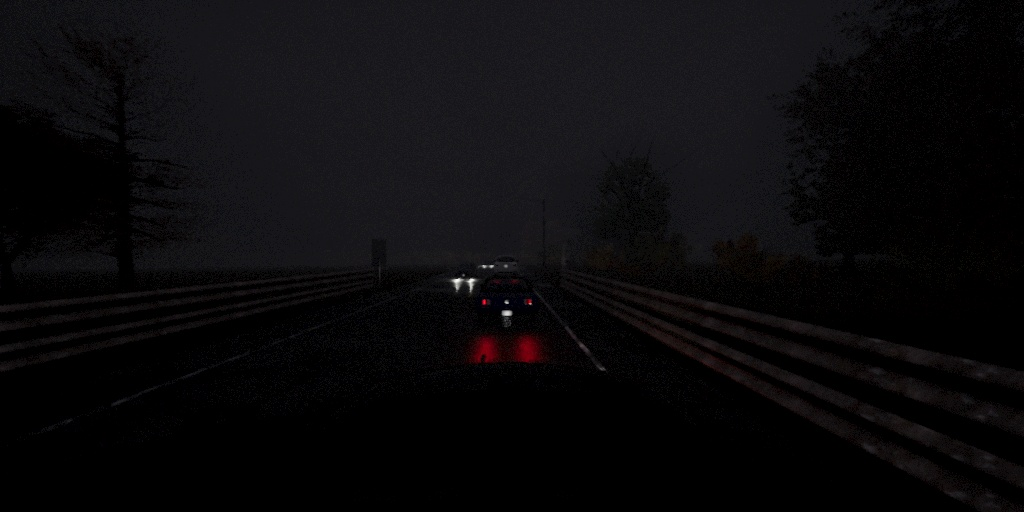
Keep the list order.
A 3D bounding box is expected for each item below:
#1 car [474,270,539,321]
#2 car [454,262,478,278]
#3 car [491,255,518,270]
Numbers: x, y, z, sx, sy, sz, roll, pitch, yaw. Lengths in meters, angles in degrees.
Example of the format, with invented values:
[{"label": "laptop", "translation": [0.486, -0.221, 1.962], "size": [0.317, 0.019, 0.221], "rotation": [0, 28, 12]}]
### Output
[{"label": "car", "translation": [-0.185, 1.348, 12.486], "size": [1.895, 1.301, 4.718], "rotation": [0, 0, -1]}, {"label": "car", "translation": [-4.272, 1.292, 33.940], "size": [2.033, 1.411, 5.357], "rotation": [0, 0, -1]}, {"label": "car", "translation": [-0.590, 0.961, 34.772], "size": [2.150, 2.045, 5.566], "rotation": [0, 0, -1]}]
